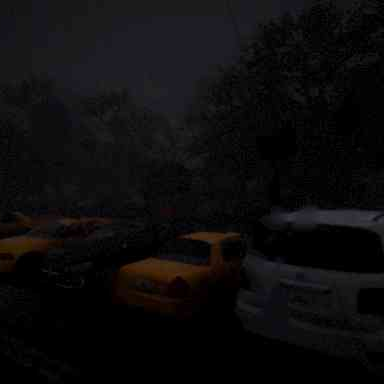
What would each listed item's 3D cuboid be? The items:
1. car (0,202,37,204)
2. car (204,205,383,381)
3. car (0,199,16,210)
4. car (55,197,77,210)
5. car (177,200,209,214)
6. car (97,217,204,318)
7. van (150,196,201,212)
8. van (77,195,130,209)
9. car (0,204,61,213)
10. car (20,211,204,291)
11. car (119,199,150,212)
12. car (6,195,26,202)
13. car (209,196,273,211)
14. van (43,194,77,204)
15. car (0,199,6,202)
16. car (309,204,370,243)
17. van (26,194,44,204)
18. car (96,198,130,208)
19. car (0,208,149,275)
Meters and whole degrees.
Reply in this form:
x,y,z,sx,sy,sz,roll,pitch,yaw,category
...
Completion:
x,y,z,sx,sy,sz,roll,pitch,yaw,category
-10.578,1.498,15.902,1.946,1.575,5.366,0,0,36,car
2.816,1.316,6.001,2.435,2.045,5.566,0,0,36,car
-25.496,1.630,42.641,2.002,1.452,4.674,0,0,36,car
-9.692,1.508,31.191,2.097,1.535,5.008,0,0,36,car
1.496,1.541,23.041,2.163,1.488,4.792,0,0,36,car
0.659,1.552,7.759,1.946,1.575,5.366,0,0,36,car
-0.761,1.275,24.856,1.878,1.987,4.442,0,0,36,van
-7.504,1.274,29.465,1.878,1.987,4.442,0,0,36,van
-8.648,1.504,14.045,1.946,1.575,5.366,0,0,36,car
-1.694,1.544,9.243,2.231,1.521,4.892,0,0,36,car
-3.057,1.524,26.412,2.163,1.488,4.792,0,0,36,car
-16.441,1.292,36.041,2.435,2.045,5.566,0,0,36,car
3.773,1.273,21.461,2.435,2.045,5.566,0,0,36,car
-11.871,1.294,32.907,1.878,1.987,4.442,0,0,36,van
-18.684,1.303,37.666,2.435,2.045,5.566,0,0,36,car
8.132,1.546,18.038,1.946,1.575,5.366,0,0,36,car
-14.251,1.306,34.344,1.878,1.987,4.442,0,0,36,van
-5.194,1.523,27.961,2.163,1.488,4.792,0,0,36,car
-4.054,1.527,10.716,1.946,1.575,5.366,0,0,36,car
